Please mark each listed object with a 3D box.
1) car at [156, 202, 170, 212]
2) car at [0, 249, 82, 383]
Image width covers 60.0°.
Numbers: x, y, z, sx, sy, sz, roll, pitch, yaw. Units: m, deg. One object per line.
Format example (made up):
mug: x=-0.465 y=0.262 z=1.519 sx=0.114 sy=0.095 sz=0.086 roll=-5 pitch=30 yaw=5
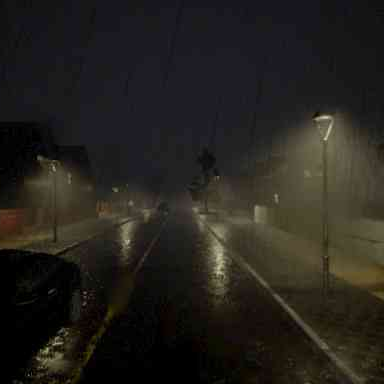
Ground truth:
car: x=-4.459 y=2.289 z=51.408 sx=2.033 sy=1.411 sz=5.357 roll=0 pitch=-1 yaw=-2
car: x=-2.863 y=1.588 z=4.449 sx=1.812 sy=1.442 sz=4.674 roll=0 pitch=-1 yaw=-2
